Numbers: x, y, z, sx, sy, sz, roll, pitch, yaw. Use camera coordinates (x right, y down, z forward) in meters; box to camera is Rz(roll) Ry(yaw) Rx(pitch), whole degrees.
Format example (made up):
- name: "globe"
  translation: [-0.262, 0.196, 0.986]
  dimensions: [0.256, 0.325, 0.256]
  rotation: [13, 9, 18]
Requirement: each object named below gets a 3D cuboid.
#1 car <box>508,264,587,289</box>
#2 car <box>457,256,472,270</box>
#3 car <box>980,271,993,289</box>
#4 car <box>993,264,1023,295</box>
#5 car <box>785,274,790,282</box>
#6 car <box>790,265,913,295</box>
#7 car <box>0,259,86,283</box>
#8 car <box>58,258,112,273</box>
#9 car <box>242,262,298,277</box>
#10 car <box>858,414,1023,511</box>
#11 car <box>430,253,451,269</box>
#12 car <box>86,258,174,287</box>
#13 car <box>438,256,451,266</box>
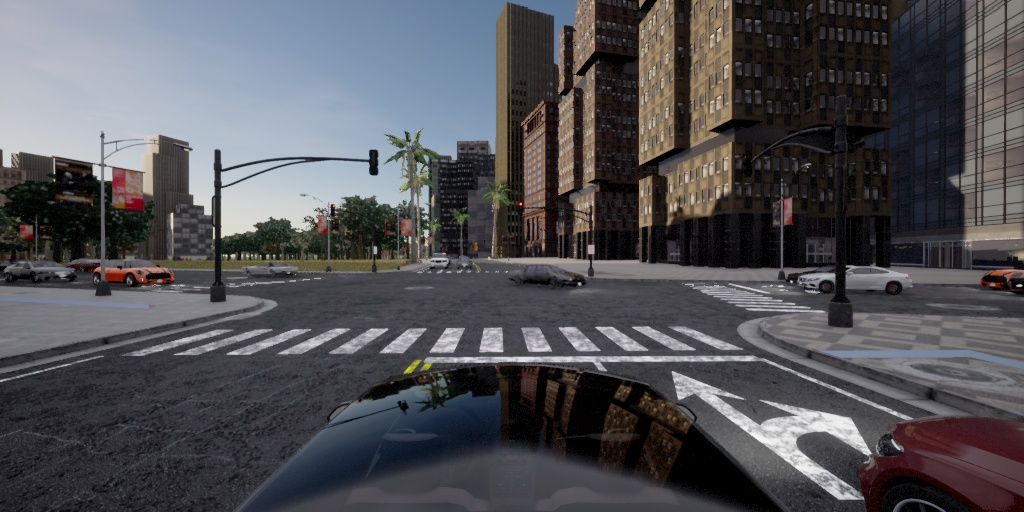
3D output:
- name: "car"
  translation: [2.081, 1.237, 22.833]
  dimensions: [2.033, 1.411, 5.357]
  rotation: [-1, 1, -45]
- name: "car"
  translation: [-6.026, 0.913, 45.740]
  dimensions: [2.128, 1.511, 4.902]
  rotation: [0, 1, -7]
- name: "car"
  translation: [29.236, 1.039, 19.622]
  dimensions: [4.553, 1.767, 2.097]
  rotation: [0, 0, 15]
- name: "car"
  translation: [26.621, 1.263, 16.952]
  dimensions: [4.181, 1.385, 1.994]
  rotation: [0, 0, 14]
- name: "car"
  translation: [20.211, 1.228, 22.025]
  dimensions: [5.357, 1.411, 2.033]
  rotation: [0, 0, 12]
- name: "car"
  translation: [18.159, 1.219, 19.169]
  dimensions: [4.674, 1.442, 1.812]
  rotation: [0, 0, 15]
- name: "car"
  translation: [-33.878, 1.122, 25.802]
  dimensions: [4.902, 1.511, 2.128]
  rotation: [0, 0, 15]
- name: "car"
  translation: [-47.089, 1.031, 39.557]
  dimensions: [5.008, 1.535, 1.882]
  rotation: [0, 0, 15]
- name: "car"
  translation: [-22.251, 1.213, 32.949]
  dimensions: [4.718, 1.301, 1.895]
  rotation: [0, 0, 16]
- name: "car"
  translation: [3.266, 1.276, 0.435]
  dimensions: [1.812, 1.442, 4.674]
  rotation: [0, 0, 0]
- name: "car"
  translation: [-9.414, 0.627, 46.792]
  dimensions: [2.150, 2.045, 5.566]
  rotation: [0, 1, -8]
- name: "car"
  translation: [-24.574, 1.004, 23.357]
  dimensions: [4.553, 1.767, 2.097]
  rotation: [0, 0, 15]
- name: "car"
  translation: [-10.965, 0.735, 58.454]
  dimensions: [1.882, 1.535, 5.008]
  rotation: [0, 1, -8]
